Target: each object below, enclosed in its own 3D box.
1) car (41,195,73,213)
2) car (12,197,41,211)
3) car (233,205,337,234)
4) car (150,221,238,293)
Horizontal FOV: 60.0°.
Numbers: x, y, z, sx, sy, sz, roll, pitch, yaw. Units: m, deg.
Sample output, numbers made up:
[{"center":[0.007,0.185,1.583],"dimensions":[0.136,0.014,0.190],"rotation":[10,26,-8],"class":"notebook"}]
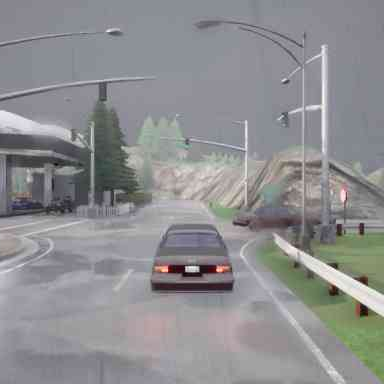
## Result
[{"center":[-14.515,1.313,36.567],"dimensions":[1.905,1.878,3.866],"rotation":[0,0,-1],"class":"car"},{"center":[-20.220,1.480,40.846],"dimensions":[2.242,1.667,4.611],"rotation":[0,0,-1],"class":"car"},{"center":[4.898,1.389,17.859],"dimensions":[5.357,1.411,2.033],"rotation":[-1,0,27],"class":"car"},{"center":[0.004,1.547,8.980],"dimensions":[2.033,1.411,5.357],"rotation":[0,0,0],"class":"car"}]
